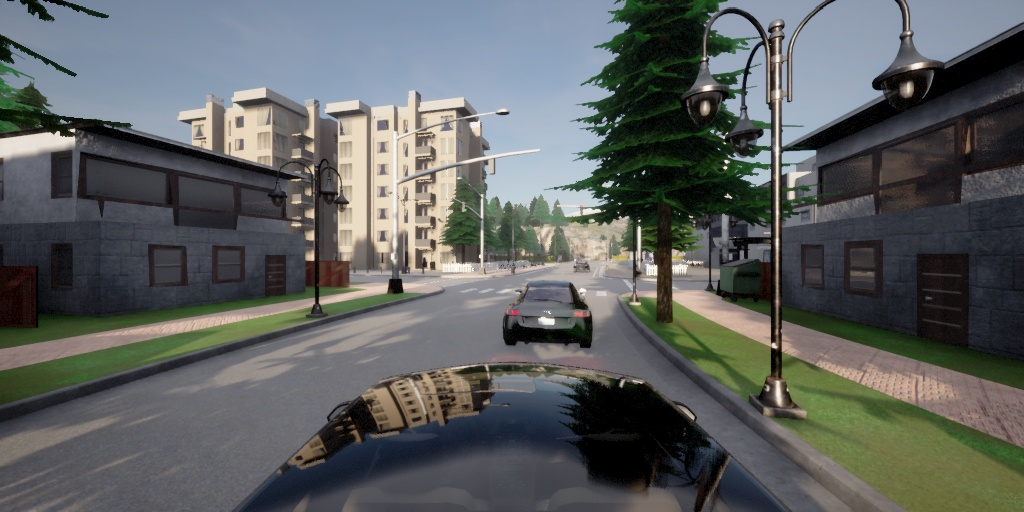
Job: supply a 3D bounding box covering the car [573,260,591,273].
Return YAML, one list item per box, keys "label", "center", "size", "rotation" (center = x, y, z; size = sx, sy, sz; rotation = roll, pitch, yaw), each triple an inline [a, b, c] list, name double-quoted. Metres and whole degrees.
- label: "car"
  center: [8.746, 1.276, 44.880]
  size: [2.128, 1.511, 4.902]
  rotation: [0, 0, 14]

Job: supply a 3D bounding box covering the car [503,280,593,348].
- label: "car"
  center: [0.997, 1.314, 9.335]
  size: [1.994, 1.385, 4.181]
  rotation: [0, 0, 8]
